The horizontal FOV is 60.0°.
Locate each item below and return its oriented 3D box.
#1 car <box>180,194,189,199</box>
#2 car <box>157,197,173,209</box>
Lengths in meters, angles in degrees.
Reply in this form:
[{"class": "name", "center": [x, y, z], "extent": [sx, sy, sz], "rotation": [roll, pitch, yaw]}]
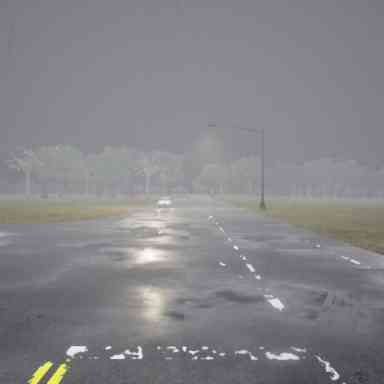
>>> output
[{"class": "car", "center": [-1.934, 1.250, 90.682], "extent": [2.033, 1.411, 5.357], "rotation": [0, 0, 7]}, {"class": "car", "center": [-3.570, 1.420, 44.348], "extent": [1.812, 1.442, 4.674], "rotation": [0, 0, 0]}]
